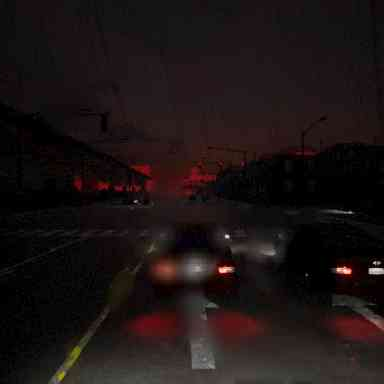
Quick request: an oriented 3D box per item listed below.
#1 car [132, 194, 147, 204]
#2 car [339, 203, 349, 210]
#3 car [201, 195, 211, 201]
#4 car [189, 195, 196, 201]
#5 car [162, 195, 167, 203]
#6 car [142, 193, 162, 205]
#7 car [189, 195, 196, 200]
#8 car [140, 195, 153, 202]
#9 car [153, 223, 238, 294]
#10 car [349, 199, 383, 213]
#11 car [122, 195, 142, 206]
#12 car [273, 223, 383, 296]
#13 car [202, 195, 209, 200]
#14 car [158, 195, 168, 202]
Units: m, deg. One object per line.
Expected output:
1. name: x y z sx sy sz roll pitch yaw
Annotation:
1. car: -10.397 1.352 66.091 2.097 1.767 4.553 0 0 1
2. car: 20.614 1.547 39.847 5.357 1.411 2.033 0 0 0
3. car: 3.666 1.553 84.154 1.994 1.385 4.181 0 0 0
4. car: 0.164 1.540 83.204 2.033 1.411 5.357 0 0 0
5. car: -6.878 1.547 67.805 2.033 1.411 5.357 0 0 0
6. car: -6.974 1.221 57.564 2.150 2.045 5.566 0 0 0
7. car: 0.184 1.500 93.713 1.837 1.490 4.892 0 0 0
8. car: -10.350 1.525 76.116 2.128 1.511 4.902 0 0 0
9. car: 0.086 1.547 8.920 2.033 1.411 5.357 0 0 0
10. car: 20.032 1.564 36.343 4.181 1.385 1.994 0 0 0
11. car: -10.474 1.547 56.697 2.033 1.411 5.357 0 0 0
12. car: 3.578 1.547 8.814 2.033 1.411 5.357 0 0 2
13. car: 3.685 1.524 93.968 1.812 1.442 4.674 0 0 0
14. car: -6.846 1.500 78.069 1.837 1.490 4.892 0 0 0
